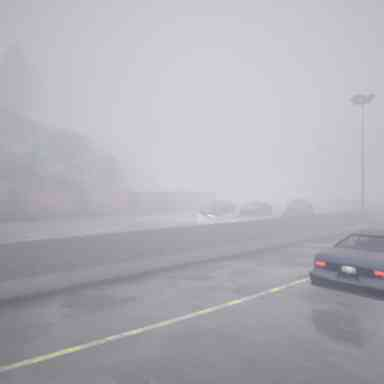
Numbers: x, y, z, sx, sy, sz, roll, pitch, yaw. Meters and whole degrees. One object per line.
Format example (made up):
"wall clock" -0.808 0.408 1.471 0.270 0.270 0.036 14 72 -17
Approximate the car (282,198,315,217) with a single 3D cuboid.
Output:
"car" 9.942 1.429 30.913 2.097 1.767 4.553 0 0 31

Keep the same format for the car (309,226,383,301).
"car" 4.936 1.564 8.170 5.357 1.411 2.033 0 0 -42

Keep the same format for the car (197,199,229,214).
"car" 2.563 1.598 38.970 1.882 1.535 5.008 0 0 28

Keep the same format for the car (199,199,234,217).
"car" 2.694 1.590 32.449 2.128 1.511 4.902 0 0 33

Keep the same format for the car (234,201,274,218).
"car" 6.116 1.565 31.297 1.882 1.535 5.008 0 0 32
